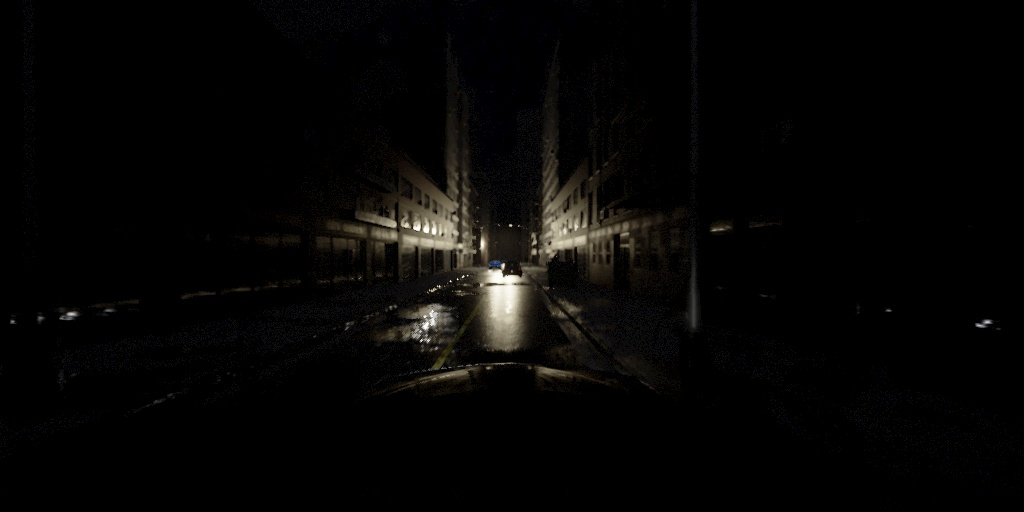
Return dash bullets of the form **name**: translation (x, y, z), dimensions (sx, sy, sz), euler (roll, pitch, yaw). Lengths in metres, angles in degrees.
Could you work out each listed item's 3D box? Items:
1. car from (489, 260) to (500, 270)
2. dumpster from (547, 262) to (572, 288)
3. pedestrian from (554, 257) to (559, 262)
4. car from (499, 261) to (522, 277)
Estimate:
- **car**: translation (-2.762, 1.487, 59.042), dimensions (1.882, 1.535, 5.008), euler (0, 0, 1)
- **dumpster**: translation (3.023, 1.230, 23.053), dimensions (1.020, 1.700, 1.940), euler (0, 0, 0)
- **pedestrian**: translation (3.002, 0.980, 24.048), dimensions (0.375, 1.860, 0.375), euler (0, 0, -14)
- **car**: translation (0.055, 1.461, 36.900), dimensions (1.994, 1.385, 4.181), euler (0, 0, 2)
